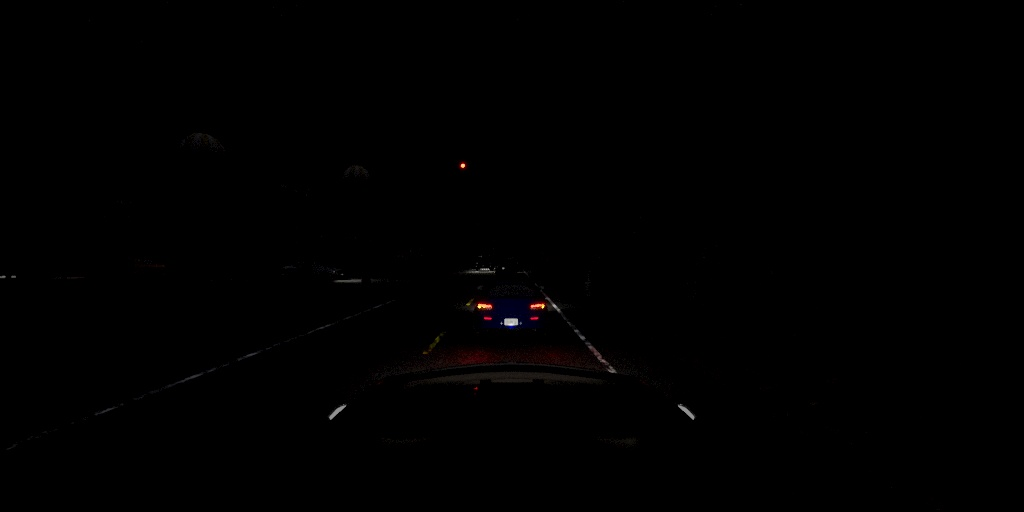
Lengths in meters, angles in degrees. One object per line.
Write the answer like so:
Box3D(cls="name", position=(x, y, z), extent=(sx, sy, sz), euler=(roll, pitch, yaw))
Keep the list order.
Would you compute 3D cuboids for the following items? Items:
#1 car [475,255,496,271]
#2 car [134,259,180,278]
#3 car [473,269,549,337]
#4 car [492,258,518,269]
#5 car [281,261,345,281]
Box3D(cls="car", position=(-3.787, 0.934, 49.824), extent=(2.150, 2.045, 5.566), euler=(0, 0, 0))
Box3D(cls="car", position=(-29.249, 0.968, 28.330), extent=(5.008, 1.535, 1.882), euler=(1, 0, -1))
Box3D(cls="car", position=(-0.029, 1.274, 10.129), extent=(1.812, 1.442, 4.674), euler=(0, 0, 0))
Box3D(cls="car", position=(-0.561, 1.289, 40.694), extent=(1.994, 1.385, 4.181), euler=(0, 0, 11))
Box3D(cls="car", position=(-15.603, 1.146, 28.188), extent=(4.674, 1.442, 1.812), euler=(0, 0, 4))
